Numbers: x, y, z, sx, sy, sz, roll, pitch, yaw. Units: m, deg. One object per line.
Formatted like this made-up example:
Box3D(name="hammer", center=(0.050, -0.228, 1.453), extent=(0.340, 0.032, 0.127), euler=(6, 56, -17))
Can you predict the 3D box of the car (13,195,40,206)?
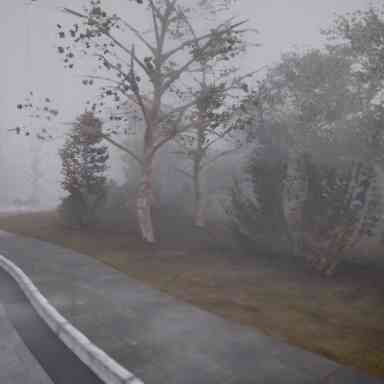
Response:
Box3D(name="car", center=(-24.299, 1.237, 48.952), extent=(1.882, 1.535, 5.008), euler=(1, -1, 3))
